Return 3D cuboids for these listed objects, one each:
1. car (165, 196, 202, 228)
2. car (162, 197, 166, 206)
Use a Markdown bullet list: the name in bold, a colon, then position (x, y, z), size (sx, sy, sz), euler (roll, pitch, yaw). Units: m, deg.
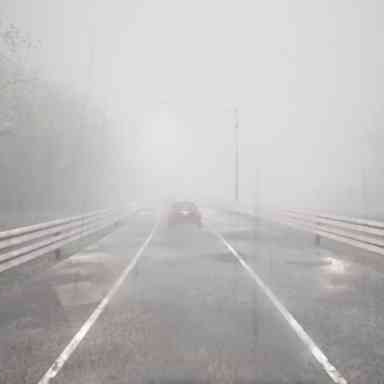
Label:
- **car**: position (-0.563, 1.359, 22.591), size (2.097, 1.767, 4.553), euler (0, 0, -4)
- **car**: position (-4.030, 1.492, 55.317), size (1.837, 1.490, 4.892), euler (0, 0, -9)
